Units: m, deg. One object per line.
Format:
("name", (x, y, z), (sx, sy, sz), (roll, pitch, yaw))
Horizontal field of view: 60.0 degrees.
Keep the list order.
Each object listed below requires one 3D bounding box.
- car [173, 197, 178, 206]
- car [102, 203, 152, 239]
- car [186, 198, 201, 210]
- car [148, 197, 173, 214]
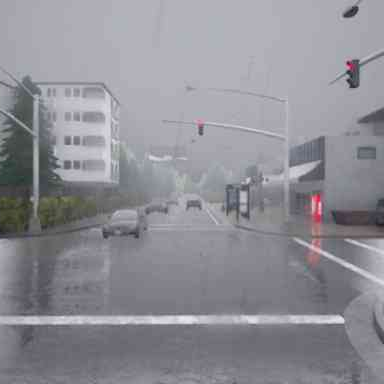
("car", (-3.350, 1.563, 56.153), (1.994, 1.385, 4.181), (0, 0, 1))
("car", (-3.546, 1.609, 18.324), (1.812, 1.442, 4.674), (0, 2, 0))
("car", (0.231, 1.503, 43.857), (1.837, 1.490, 4.892), (0, 0, 0))
("car", (-3.492, 1.351, 34.712), (2.097, 1.767, 4.553), (0, 0, 0))
